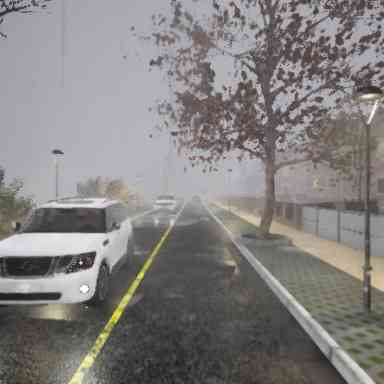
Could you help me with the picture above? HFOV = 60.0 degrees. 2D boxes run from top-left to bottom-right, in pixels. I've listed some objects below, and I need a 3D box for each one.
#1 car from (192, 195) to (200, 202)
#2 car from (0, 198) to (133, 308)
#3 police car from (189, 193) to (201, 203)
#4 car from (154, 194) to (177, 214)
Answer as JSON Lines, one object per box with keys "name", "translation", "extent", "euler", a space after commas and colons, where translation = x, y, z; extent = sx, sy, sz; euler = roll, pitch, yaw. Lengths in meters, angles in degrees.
{"name": "car", "translation": [0.846, 1.541, 77.291], "extent": [1.812, 1.442, 4.674], "euler": [0, 0, 0]}
{"name": "car", "translation": [-2.832, 1.214, 8.252], "extent": [2.150, 2.045, 5.566], "euler": [0, 0, -1]}
{"name": "police car", "translation": [0.843, 1.432, 67.400], "extent": [1.930, 1.638, 5.238], "euler": [0, 0, 0]}
{"name": "car", "translation": [-2.834, 1.212, 36.384], "extent": [2.150, 2.045, 5.566], "euler": [0, 0, 0]}
